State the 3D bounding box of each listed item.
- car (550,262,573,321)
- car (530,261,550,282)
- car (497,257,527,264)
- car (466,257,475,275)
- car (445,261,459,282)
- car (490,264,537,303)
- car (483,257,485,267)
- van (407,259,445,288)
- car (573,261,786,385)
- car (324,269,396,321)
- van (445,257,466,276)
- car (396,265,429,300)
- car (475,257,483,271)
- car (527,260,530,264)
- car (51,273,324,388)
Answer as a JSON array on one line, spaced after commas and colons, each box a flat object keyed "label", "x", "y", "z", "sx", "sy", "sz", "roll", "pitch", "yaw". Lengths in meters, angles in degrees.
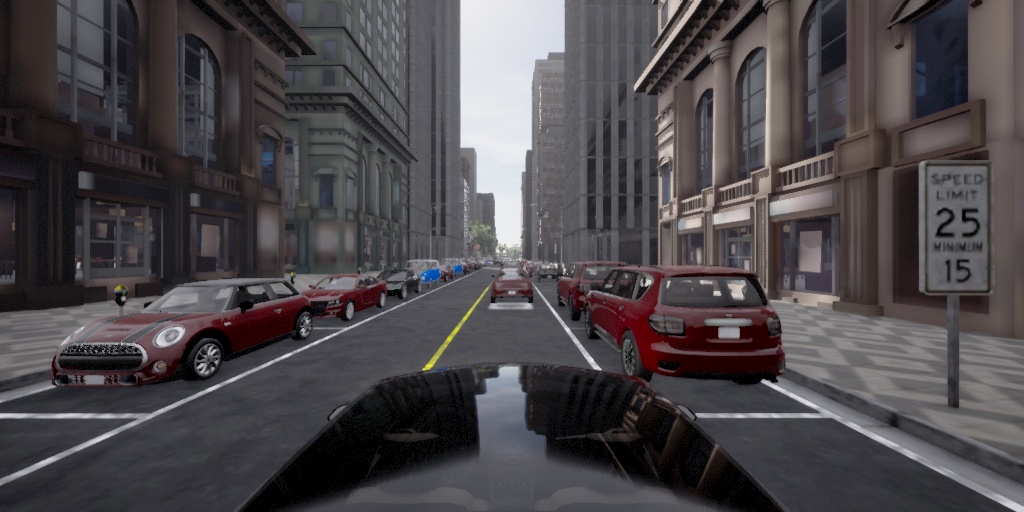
[{"label": "car", "x": 2.763, "y": 1.065, "z": 12.392, "sx": 2.192, "sy": 1.841, "sz": 5.009, "roll": 0, "pitch": 0, "yaw": 0}, {"label": "car", "x": 2.763, "y": 1.309, "z": 28.715, "sx": 2.007, "sy": 1.370, "sz": 4.403, "roll": 0, "pitch": 0, "yaw": 0}, {"label": "car", "x": 0.000, "y": 1.128, "z": 31.470, "sx": 2.097, "sy": 1.767, "sz": 4.553, "roll": 0, "pitch": 0, "yaw": 0}, {"label": "car", "x": -5.763, "y": 1.080, "z": 39.591, "sx": 2.192, "sy": 1.841, "sz": 5.009, "roll": 0, "pitch": 0, "yaw": 0}, {"label": "car", "x": -5.763, "y": 1.304, "z": 28.708, "sx": 1.888, "sy": 1.381, "sz": 4.507, "roll": 0, "pitch": 0, "yaw": 0}, {"label": "car", "x": 0.000, "y": 1.286, "z": 16.500, "sx": 1.812, "sy": 1.442, "sz": 4.674, "roll": 0, "pitch": 0, "yaw": 0}, {"label": "car", "x": -5.763, "y": 1.217, "z": 55.914, "sx": 1.967, "sy": 1.591, "sz": 4.097, "roll": 0, "pitch": 0, "yaw": 0}, {"label": "van", "x": -5.763, "y": 1.096, "z": 23.267, "sx": 1.690, "sy": 1.789, "sz": 3.998, "roll": 0, "pitch": 0, "yaw": 0}, {"label": "car", "x": 2.763, "y": 1.063, "z": 6.952, "sx": 2.192, "sy": 1.841, "sz": 5.009, "roll": 0, "pitch": 0, "yaw": 0}, {"label": "car", "x": -5.763, "y": 1.295, "z": 12.384, "sx": 1.888, "sy": 1.381, "sz": 4.507, "roll": 0, "pitch": 0, "yaw": 0}, {"label": "van", "x": -5.763, "y": 1.103, "z": 34.149, "sx": 1.690, "sy": 1.789, "sz": 3.998, "roll": 0, "pitch": 0, "yaw": 0}, {"label": "car", "x": -5.763, "y": 1.318, "z": 17.825, "sx": 1.948, "sy": 1.339, "sz": 4.313, "roll": 0, "pitch": 0, "yaw": 0}, {"label": "car", "x": -5.763, "y": 1.086, "z": 50.473, "sx": 2.192, "sy": 1.841, "sz": 5.009, "roll": 0, "pitch": 0, "yaw": 0}, {"label": "car", "x": 2.763, "y": 1.205, "z": 39.596, "sx": 1.967, "sy": 1.591, "sz": 4.097, "roll": 0, "pitch": 0, "yaw": 0}, {"label": "car", "x": -5.763, "y": 1.188, "z": 6.943, "sx": 1.967, "sy": 1.591, "sz": 4.097, "roll": 0, "pitch": 0, "yaw": 0}]
